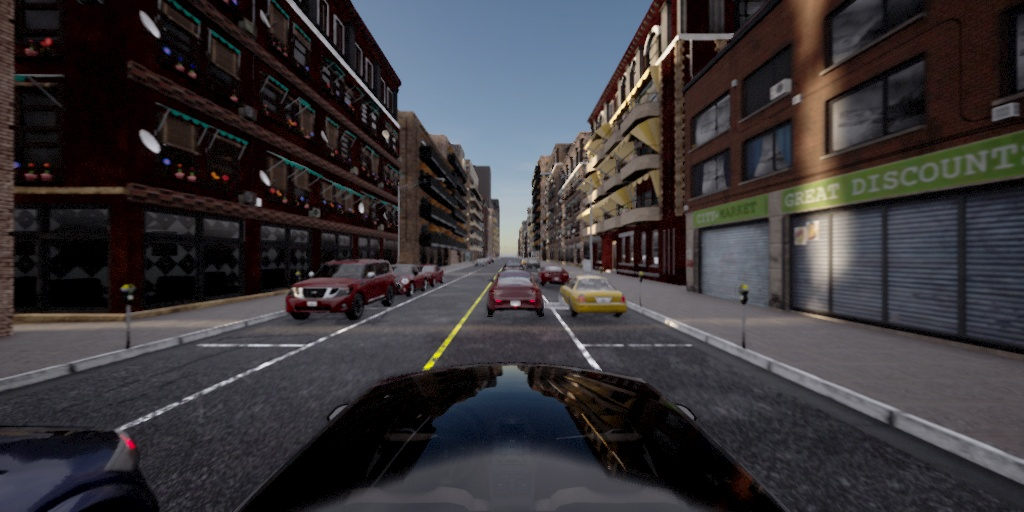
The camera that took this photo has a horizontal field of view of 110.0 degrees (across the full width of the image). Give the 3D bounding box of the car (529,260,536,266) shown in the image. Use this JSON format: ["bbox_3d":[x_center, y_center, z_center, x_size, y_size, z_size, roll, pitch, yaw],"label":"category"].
[{"bbox_3d":[2.696,1.202,46.525,2.007,1.370,4.403,0,0,0],"label":"car"}]

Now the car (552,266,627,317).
[{"bbox_3d":[2.690,1.252,12.878,1.751,1.417,4.829,0,0,0],"label":"car"}]

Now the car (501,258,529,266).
[{"bbox_3d":[0.104,1.179,30.660,2.128,1.511,4.902,0,0,0],"label":"car"}]

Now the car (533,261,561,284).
[{"bbox_3d":[2.692,1.247,23.981,1.888,1.381,4.507,0,0,0],"label":"car"}]

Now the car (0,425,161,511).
[{"bbox_3d":[-3.099,1.317,0.360,1.994,1.385,4.181,0,0,0],"label":"car"}]

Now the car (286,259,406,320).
[{"bbox_3d":[-5.690,1.041,12.714,2.192,1.841,5.009,0,0,0],"label":"car"}]

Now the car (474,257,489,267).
[{"bbox_3d":[-5.683,1.163,63.439,2.007,1.370,4.403,0,0,0],"label":"car"}]

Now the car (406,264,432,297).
[{"bbox_3d":[-5.690,1.154,18.349,1.967,1.591,4.097,0,0,0],"label":"car"}]

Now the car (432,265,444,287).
[{"bbox_3d":[-5.688,1.247,23.987,1.888,1.381,4.507,0,0,0],"label":"car"}]

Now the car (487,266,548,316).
[{"bbox_3d":[0.102,1.251,13.083,1.812,1.442,4.674,0,0,0],"label":"car"}]
